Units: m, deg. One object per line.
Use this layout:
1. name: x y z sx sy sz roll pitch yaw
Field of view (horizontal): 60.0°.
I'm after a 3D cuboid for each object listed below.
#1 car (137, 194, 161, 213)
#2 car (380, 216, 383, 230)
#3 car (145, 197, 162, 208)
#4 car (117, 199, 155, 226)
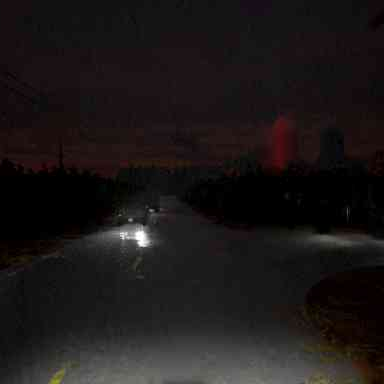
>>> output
1. car: -4.806 1.207 37.038 2.150 2.045 5.566 0 0 -4
2. car: 12.070 1.209 15.840 5.566 2.045 2.150 0 0 -2
3. car: -5.539 1.470 48.437 2.128 1.511 4.902 0 0 -4
4. car: -3.966 1.481 23.161 2.128 1.511 4.902 0 0 -3
